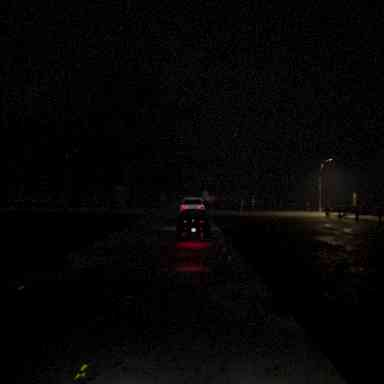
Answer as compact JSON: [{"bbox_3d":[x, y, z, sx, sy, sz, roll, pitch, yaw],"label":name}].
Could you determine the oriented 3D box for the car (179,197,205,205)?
[{"bbox_3d":[0.005,1.501,30.291,2.150,2.045,5.566,0,0,-1],"label":"car"}]

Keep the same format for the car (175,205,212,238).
[{"bbox_3d":[0.077,1.684,18.992,1.837,1.490,4.892,0,-1,0],"label":"car"}]
